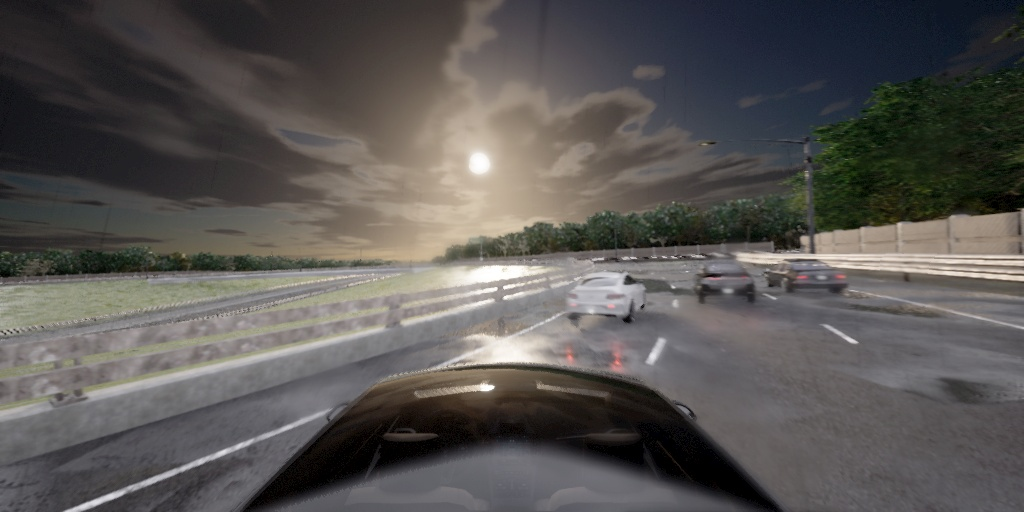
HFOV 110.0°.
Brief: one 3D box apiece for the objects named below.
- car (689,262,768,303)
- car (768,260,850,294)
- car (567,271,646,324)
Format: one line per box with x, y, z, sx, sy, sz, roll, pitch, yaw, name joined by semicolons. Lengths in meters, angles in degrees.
8.522;0.987;14.733;2.128;1.511;4.902;-2;0;24;car
12.965;0.868;16.201;2.033;1.411;5.357;-3;0;23;car
3.188;1.222;11.746;1.812;1.442;4.674;-2;0;27;car
